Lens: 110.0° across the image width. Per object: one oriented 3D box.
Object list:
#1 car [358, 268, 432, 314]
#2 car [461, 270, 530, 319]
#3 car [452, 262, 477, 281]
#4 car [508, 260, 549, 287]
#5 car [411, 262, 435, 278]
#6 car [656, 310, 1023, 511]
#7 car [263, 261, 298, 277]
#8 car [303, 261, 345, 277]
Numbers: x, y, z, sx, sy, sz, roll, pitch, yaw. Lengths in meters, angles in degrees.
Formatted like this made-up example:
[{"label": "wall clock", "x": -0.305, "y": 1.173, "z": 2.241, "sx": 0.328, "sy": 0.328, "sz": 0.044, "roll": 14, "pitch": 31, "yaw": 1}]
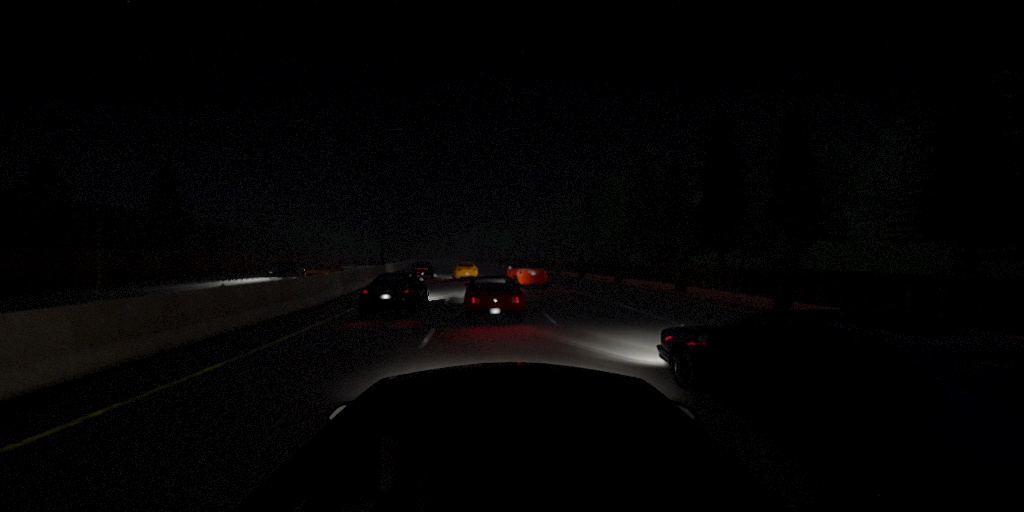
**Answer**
[{"label": "car", "x": -4.444, "y": 1.327, "z": 13.889, "sx": 1.994, "sy": 1.385, "sz": 4.181, "roll": 0, "pitch": 0, "yaw": -7}, {"label": "car", "x": -0.758, "y": 1.351, "z": 12.908, "sx": 1.895, "sy": 1.301, "sz": 4.718, "roll": 0, "pitch": 0, "yaw": -7}, {"label": "car", "x": -4.050, "y": 1.235, "z": 30.572, "sx": 1.882, "sy": 1.535, "sz": 5.008, "roll": 0, "pitch": 0, "yaw": -12}, {"label": "car", "x": 0.901, "y": 1.094, "z": 23.998, "sx": 2.097, "sy": 1.767, "sz": 4.553, "roll": 0, "pitch": 0, "yaw": -11}, {"label": "car", "x": -8.273, "y": 1.276, "z": 33.460, "sx": 1.837, "sy": 1.490, "sz": 4.892, "roll": 0, "pitch": 0, "yaw": -13}, {"label": "car", "x": 3.463, "y": 1.285, "z": 3.693, "sx": 2.033, "sy": 1.411, "sz": 5.357, "roll": 0, "pitch": 0, "yaw": -2}, {"label": "car", "x": -23.498, "y": 1.315, "z": 36.548, "sx": 2.128, "sy": 1.511, "sz": 4.902, "roll": 0, "pitch": 0, "yaw": -13}, {"label": "car", "x": -14.306, "y": 1.272, "z": 27.577, "sx": 1.882, "sy": 1.535, "sz": 5.008, "roll": 0, "pitch": 0, "yaw": -13}]
